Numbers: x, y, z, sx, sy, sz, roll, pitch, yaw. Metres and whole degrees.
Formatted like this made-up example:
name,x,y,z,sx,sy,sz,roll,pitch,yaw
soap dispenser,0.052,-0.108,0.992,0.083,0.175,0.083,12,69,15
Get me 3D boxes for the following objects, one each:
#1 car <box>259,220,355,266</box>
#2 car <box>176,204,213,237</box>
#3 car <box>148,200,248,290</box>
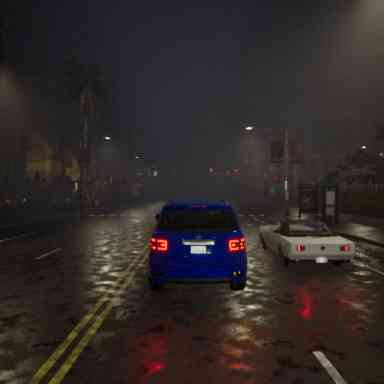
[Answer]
name,x,y,z,sx,sy,sz,roll,pitch,yaw
car,3.623,1.601,11.490,1.895,1.301,4.718,0,0,0
car,0.141,1.505,19.044,1.837,1.490,4.892,0,0,0
car,0.119,1.221,9.182,2.150,2.045,5.566,0,0,0
